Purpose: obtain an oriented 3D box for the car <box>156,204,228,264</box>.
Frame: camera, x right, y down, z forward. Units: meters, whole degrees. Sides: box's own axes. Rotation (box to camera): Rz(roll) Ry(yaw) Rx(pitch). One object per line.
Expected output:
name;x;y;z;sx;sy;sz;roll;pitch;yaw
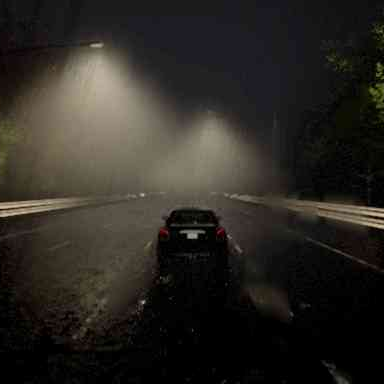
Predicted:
car;0.007;1.233;11.519;2.097;1.767;4.553;0;1;0
